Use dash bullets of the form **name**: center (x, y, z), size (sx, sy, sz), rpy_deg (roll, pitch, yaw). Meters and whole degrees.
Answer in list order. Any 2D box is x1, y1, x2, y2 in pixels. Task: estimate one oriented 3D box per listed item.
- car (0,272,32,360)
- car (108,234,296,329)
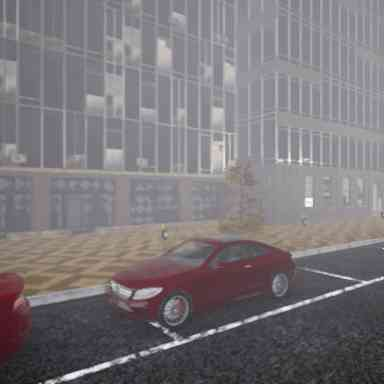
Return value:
- **car**: center (-4.220, 1.547, 3.547), size (4.507, 1.381, 1.887), rpy_deg (0, 0, -36)
- **car**: center (0.416, 1.576, 6.853), size (4.206, 1.307, 1.802), rpy_deg (0, 0, -36)
